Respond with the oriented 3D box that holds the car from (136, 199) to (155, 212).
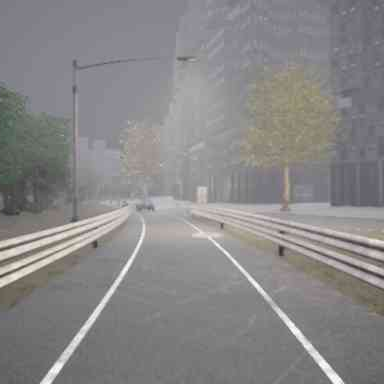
[{"bbox_3d":[-6.719,1.801,47.310,2.097,1.767,4.553,0,-1,-17],"label":"car"}]
